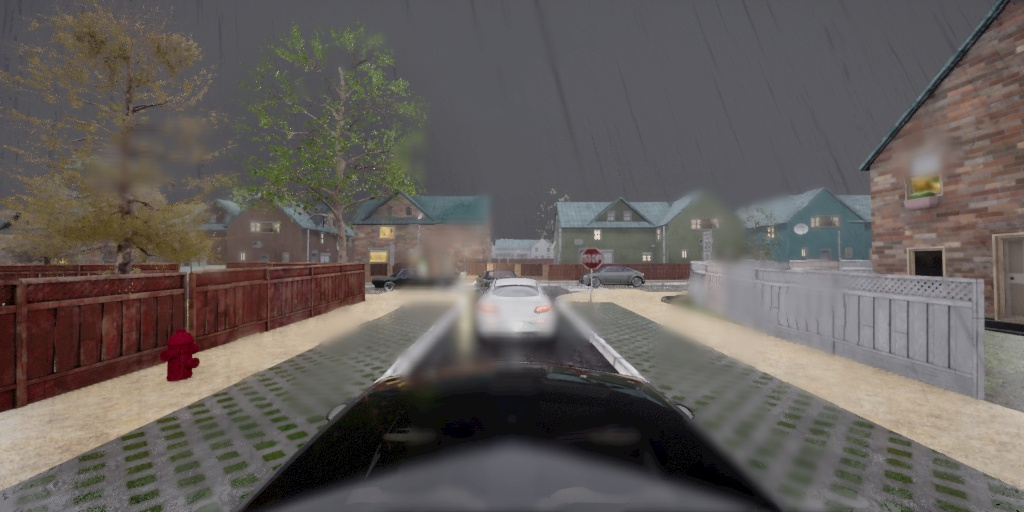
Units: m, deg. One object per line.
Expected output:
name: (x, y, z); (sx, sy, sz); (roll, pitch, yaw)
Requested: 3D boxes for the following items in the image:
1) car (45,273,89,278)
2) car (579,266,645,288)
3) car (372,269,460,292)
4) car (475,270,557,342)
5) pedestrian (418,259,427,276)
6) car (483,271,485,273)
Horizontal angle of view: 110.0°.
car: (-25.607, 1.633, 21.173); (4.718, 1.301, 1.895); (-1, -1, 1)
car: (6.539, 1.344, 23.694); (4.181, 1.385, 1.994); (0, -1, 1)
car: (-5.482, 1.417, 20.904); (4.718, 1.301, 1.895); (-1, -1, 1)
car: (0.103, 1.280, 9.700); (1.812, 1.442, 4.674); (0, 0, 0)
pedestrian: (-6.700, 1.119, 26.789); (0.375, 1.860, 0.375); (0, -1, 1)
car: (-0.756, 1.366, 18.519); (1.895, 1.301, 4.718); (0, -1, -12)
